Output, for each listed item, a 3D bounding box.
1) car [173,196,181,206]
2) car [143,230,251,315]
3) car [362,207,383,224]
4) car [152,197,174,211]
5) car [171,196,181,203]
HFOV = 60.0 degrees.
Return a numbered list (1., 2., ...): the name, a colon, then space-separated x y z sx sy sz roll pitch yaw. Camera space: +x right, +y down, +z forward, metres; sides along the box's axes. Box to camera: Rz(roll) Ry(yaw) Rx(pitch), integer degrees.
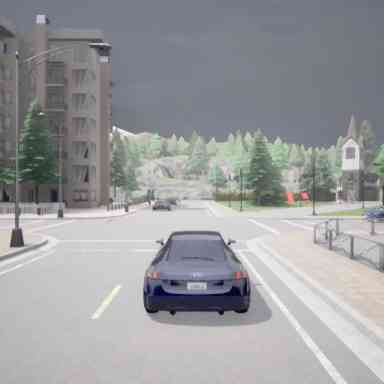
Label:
1. car: -3.471 1.542 55.240 2.033 1.411 5.357 0 0 0
2. car: 0.088 1.563 7.640 1.994 1.385 4.181 0 0 0
3. car: 15.048 1.538 24.418 4.674 1.442 1.812 0 0 0
4. car: -3.525 1.559 39.498 1.994 1.385 4.181 0 0 0
5. car: -3.372 1.574 70.705 1.895 1.301 4.718 0 0 0
